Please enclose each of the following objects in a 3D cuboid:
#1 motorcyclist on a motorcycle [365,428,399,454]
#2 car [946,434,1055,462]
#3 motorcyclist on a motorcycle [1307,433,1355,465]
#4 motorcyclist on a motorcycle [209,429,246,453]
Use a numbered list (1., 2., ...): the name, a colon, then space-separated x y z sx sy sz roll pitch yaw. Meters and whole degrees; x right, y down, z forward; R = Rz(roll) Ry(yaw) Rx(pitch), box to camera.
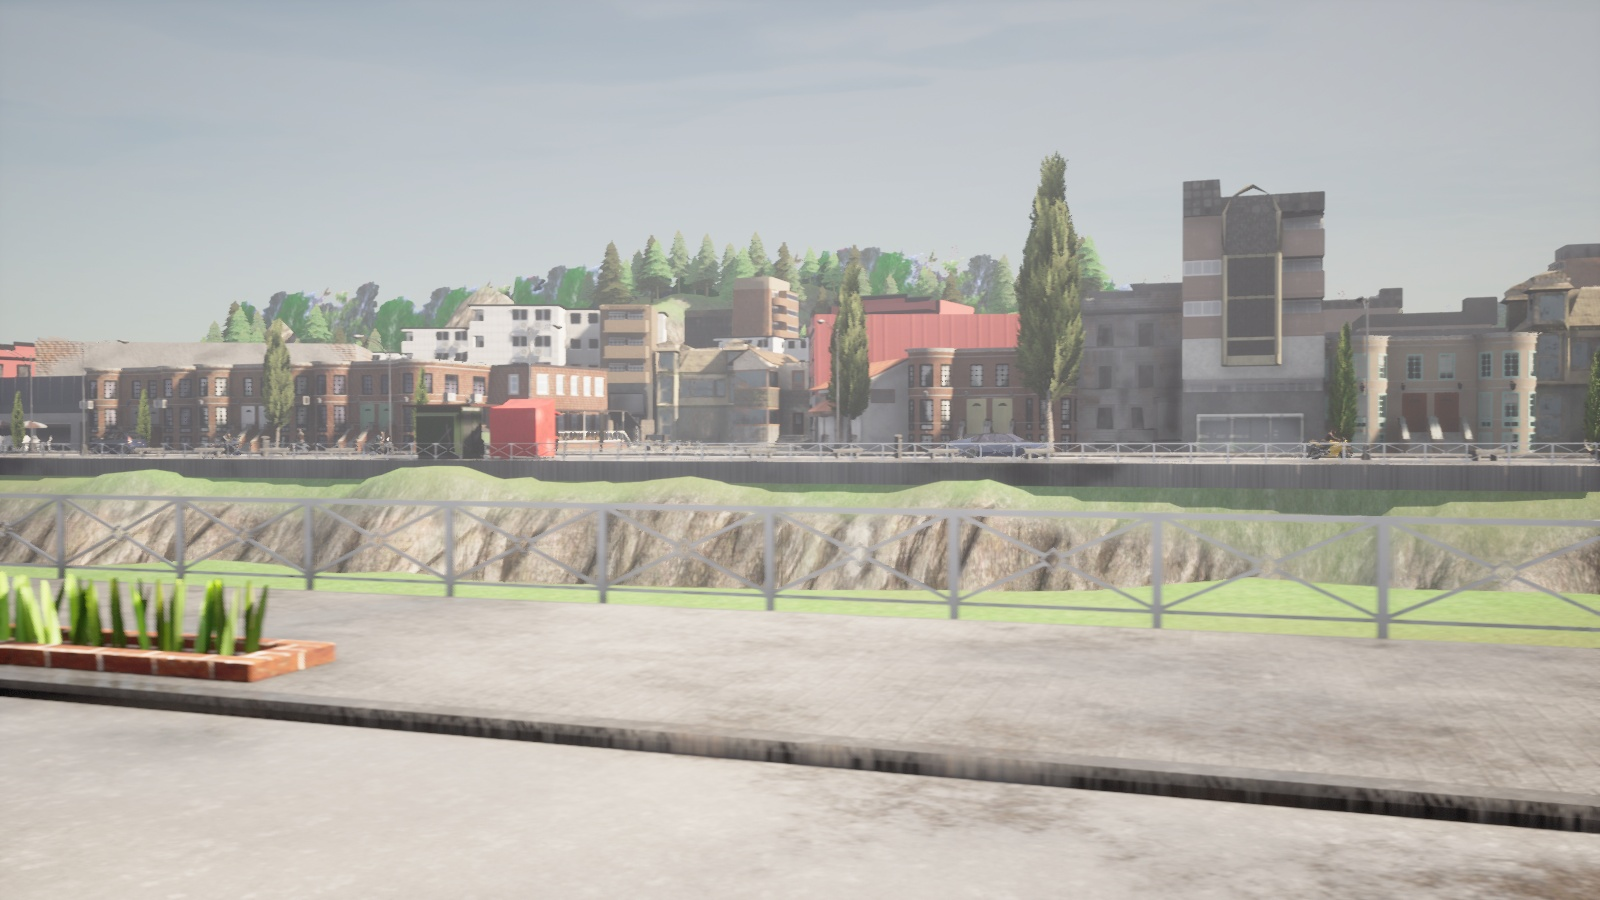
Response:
1. motorcyclist on a motorcycle: -25.812 -0.558 77.500 1.817 1.590 0.866 1 1 19
2. car: 10.426 -0.133 65.322 5.357 1.411 2.033 1 1 19
3. motorcyclist on a motorcycle: 25.482 -0.060 60.260 2.044 1.523 0.797 1 1 19
4. motorcyclist on a motorcycle: -37.045 -0.579 81.277 2.191 1.530 0.866 1 1 19
